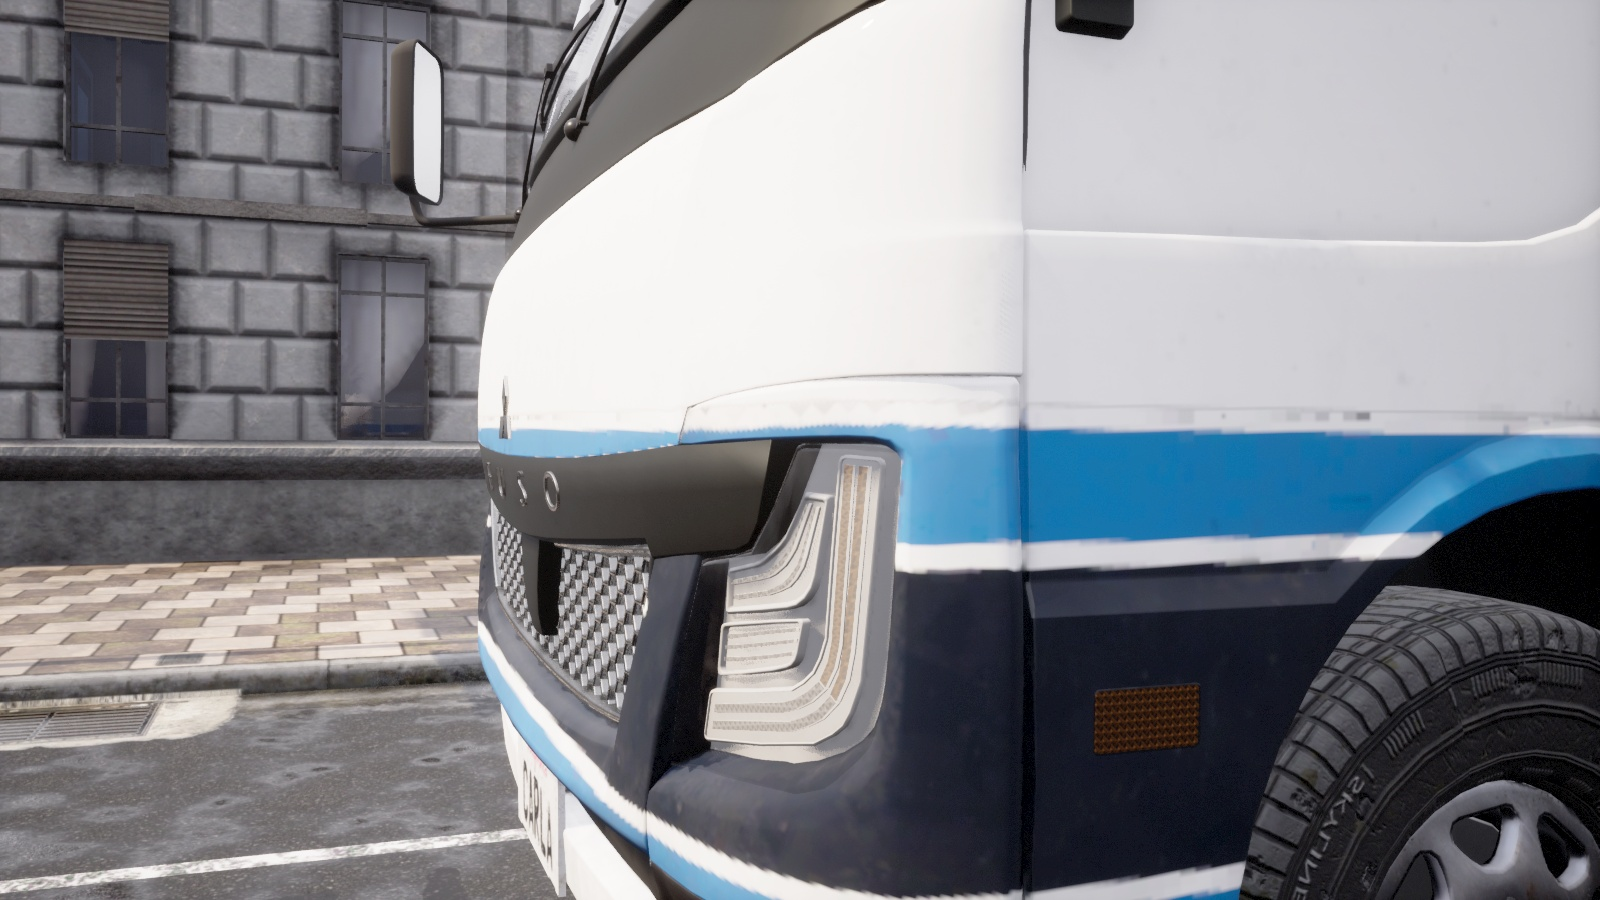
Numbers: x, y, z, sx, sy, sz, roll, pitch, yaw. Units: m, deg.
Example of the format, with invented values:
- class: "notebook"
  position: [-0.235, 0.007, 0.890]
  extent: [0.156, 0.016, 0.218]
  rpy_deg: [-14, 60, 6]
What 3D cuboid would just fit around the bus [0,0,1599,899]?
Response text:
- class: "bus"
  position: [3.496, -0.691, 4.578]
  extent: [10.273, 4.253, 3.944]
  rpy_deg: [-1, 1, -21]
